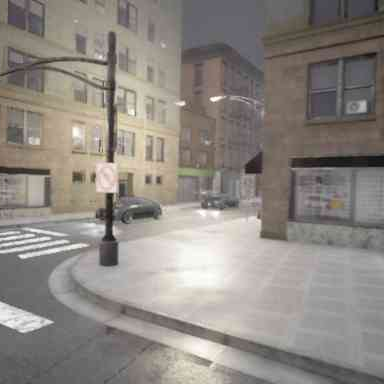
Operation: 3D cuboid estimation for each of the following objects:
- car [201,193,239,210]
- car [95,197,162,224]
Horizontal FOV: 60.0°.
[{"bbox_3d":[2.484,0.778,28.860,1.994,1.385,4.181,2,2,33],"label":"car"},{"bbox_3d":[-3.608,0.985,19.544,1.994,1.385,4.181,2,2,33],"label":"car"}]
